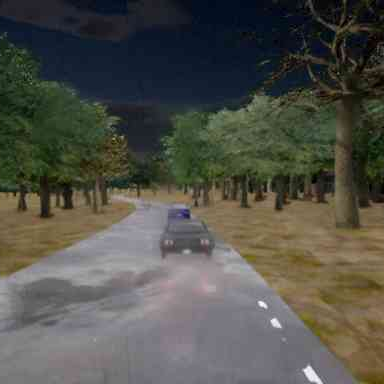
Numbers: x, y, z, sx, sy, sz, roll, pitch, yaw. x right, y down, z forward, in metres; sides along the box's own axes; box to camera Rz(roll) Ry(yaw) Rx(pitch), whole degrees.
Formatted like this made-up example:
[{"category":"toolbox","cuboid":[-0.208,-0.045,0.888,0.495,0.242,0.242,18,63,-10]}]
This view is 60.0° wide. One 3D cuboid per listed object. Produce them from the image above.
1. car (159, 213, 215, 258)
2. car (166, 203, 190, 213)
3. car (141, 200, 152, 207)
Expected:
[{"category":"car","cuboid":[-0.242,1.722,13.306,1.895,1.301,4.718,0,0,-2]},{"category":"car","cuboid":[-1.203,1.733,29.364,1.882,1.535,5.008,0,0,-4]},{"category":"car","cuboid":[-8.847,2.127,64.295,1.895,1.301,4.718,0,0,-10]}]
